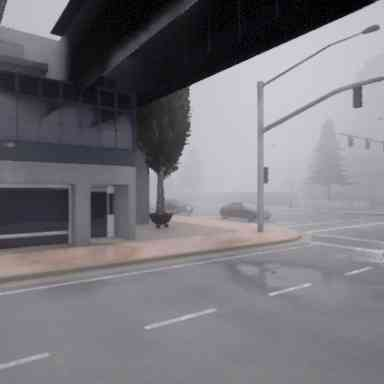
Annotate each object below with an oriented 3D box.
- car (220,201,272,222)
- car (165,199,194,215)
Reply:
[{"bbox_3d":[4.095,1.486,26.141,1.812,1.442,4.674,0,0,-36],"label":"car"},{"bbox_3d":[-1.714,1.452,34.202,2.128,1.511,4.902,0,0,-36],"label":"car"}]
